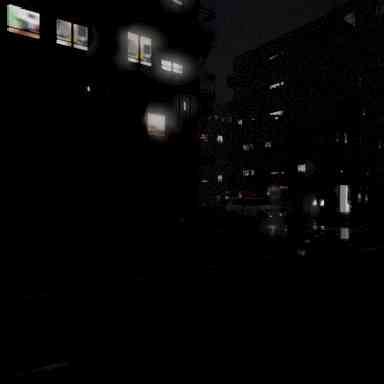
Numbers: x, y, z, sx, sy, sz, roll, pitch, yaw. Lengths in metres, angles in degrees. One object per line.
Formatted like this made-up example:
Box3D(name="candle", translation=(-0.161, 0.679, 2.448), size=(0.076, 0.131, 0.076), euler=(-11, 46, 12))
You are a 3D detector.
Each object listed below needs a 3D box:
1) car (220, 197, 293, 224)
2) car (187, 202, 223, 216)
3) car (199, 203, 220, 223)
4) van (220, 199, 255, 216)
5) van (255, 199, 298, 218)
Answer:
Box3D(name="car", translation=(5.298, 1.472, 28.146), size=(2.150, 2.045, 5.566), euler=(0, -1, -36))
Box3D(name="car", translation=(1.488, 1.944, 38.710), size=(1.994, 1.385, 4.181), euler=(0, -1, -36))
Box3D(name="car", translation=(1.738, 1.875, 28.655), size=(1.802, 1.307, 4.206), euler=(-1, 0, -36))
Box3D(name="van", translation=(5.146, 1.676, 38.094), size=(1.690, 1.788, 3.998), euler=(-1, 0, -36))
Box3D(name="van", translation=(8.469, 1.603, 33.584), size=(1.690, 1.788, 3.998), euler=(-1, 0, -36))
